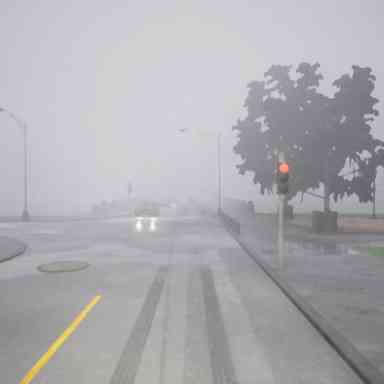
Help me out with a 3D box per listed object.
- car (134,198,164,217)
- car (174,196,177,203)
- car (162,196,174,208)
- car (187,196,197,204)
[{"bbox_3d":[-4.099,1.557,31.029,1.994,1.385,4.181,0,0,1],"label":"car"},{"bbox_3d":[-4.009,1.479,66.396,2.128,1.511,4.902,0,0,1],"label":"car"},{"bbox_3d":[-4.080,1.538,47.551,2.033,1.411,5.357,0,0,0],"label":"car"},{"bbox_3d":[0.017,1.535,61.808,2.033,1.411,5.357,0,0,0],"label":"car"}]
